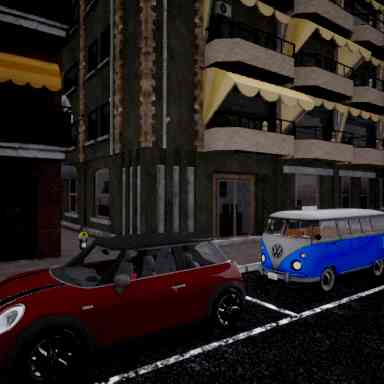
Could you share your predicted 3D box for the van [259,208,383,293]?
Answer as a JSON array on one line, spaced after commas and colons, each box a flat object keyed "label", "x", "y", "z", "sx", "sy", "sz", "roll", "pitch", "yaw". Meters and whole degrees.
[{"label": "van", "x": 3.500, "y": 1.343, "z": 8.584, "sx": 3.998, "sy": 1.788, "sz": 1.690, "roll": 0, "pitch": 0, "yaw": -35}]

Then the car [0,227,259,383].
[{"label": "car", "x": -1.134, "y": 1.440, "z": 5.283, "sx": 4.097, "sy": 1.590, "sz": 1.967, "roll": 0, "pitch": 0, "yaw": -35}]
